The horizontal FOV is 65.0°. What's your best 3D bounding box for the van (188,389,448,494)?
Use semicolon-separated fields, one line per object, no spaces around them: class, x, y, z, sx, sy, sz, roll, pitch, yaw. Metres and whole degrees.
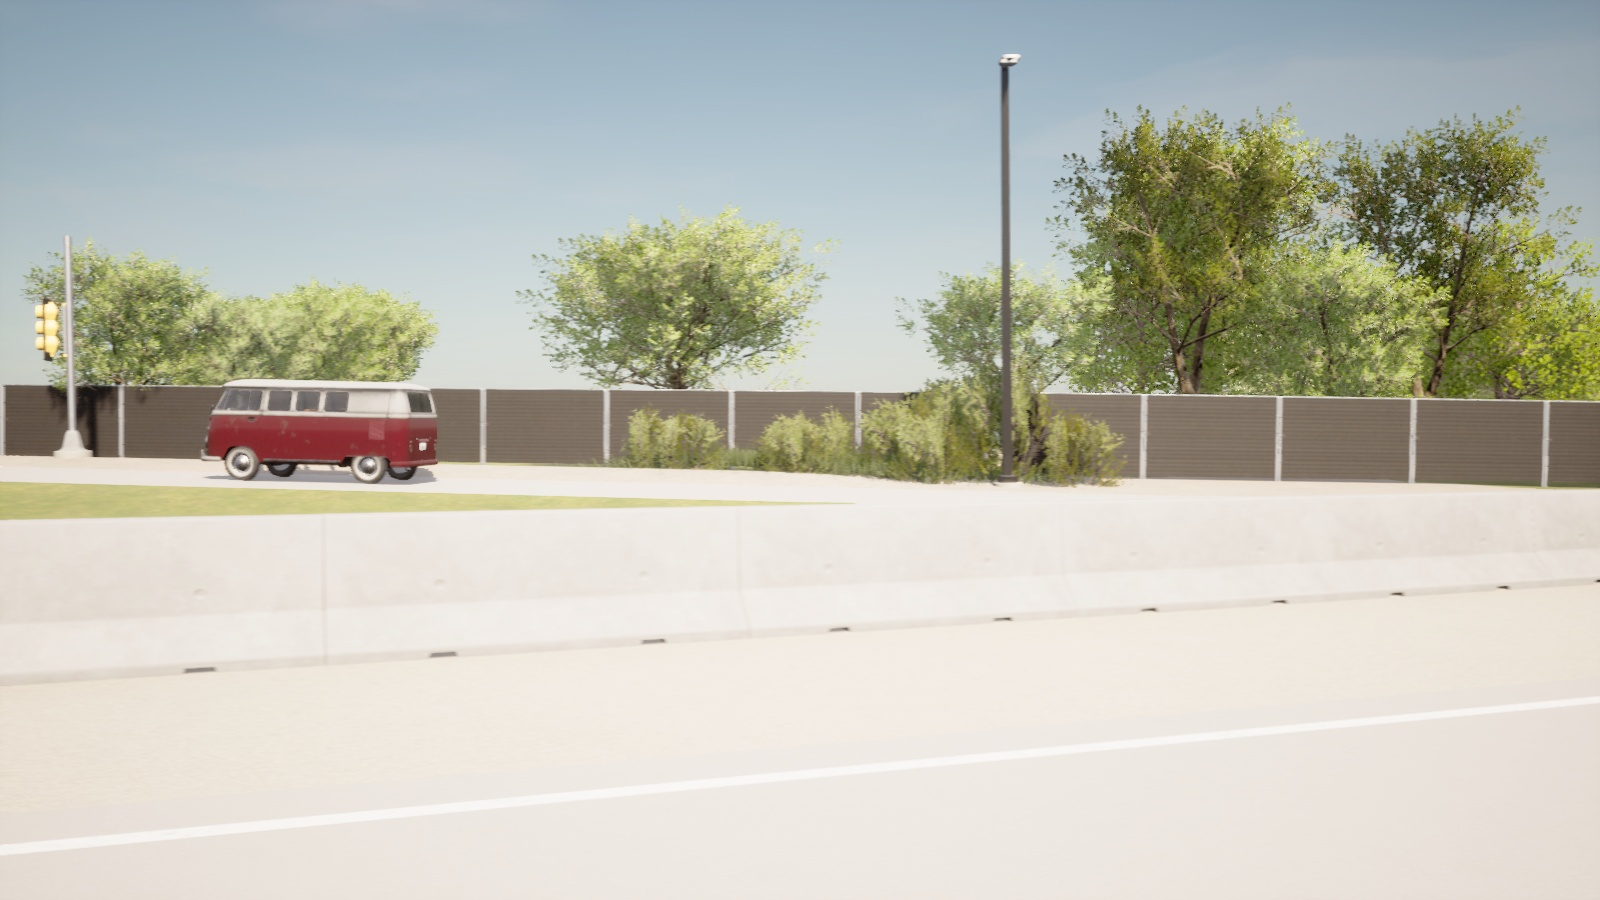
van;-9.456;-0.179;24.822;4.442;1.987;1.775;0;2;6
